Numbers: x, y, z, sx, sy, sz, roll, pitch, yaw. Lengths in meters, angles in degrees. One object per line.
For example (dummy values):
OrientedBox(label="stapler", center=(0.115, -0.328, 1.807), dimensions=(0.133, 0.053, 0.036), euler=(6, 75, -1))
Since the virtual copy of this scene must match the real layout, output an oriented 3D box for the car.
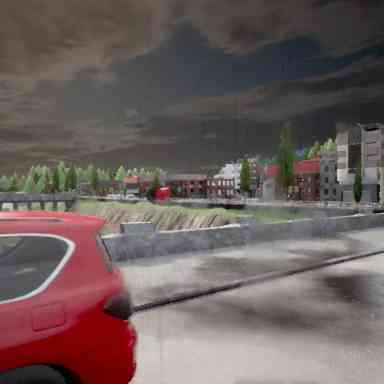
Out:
OrientedBox(label="car", center=(-3.112, 1.221, 2.330), dimensions=(5.566, 2.045, 2.150), euler=(0, 0, -37))
